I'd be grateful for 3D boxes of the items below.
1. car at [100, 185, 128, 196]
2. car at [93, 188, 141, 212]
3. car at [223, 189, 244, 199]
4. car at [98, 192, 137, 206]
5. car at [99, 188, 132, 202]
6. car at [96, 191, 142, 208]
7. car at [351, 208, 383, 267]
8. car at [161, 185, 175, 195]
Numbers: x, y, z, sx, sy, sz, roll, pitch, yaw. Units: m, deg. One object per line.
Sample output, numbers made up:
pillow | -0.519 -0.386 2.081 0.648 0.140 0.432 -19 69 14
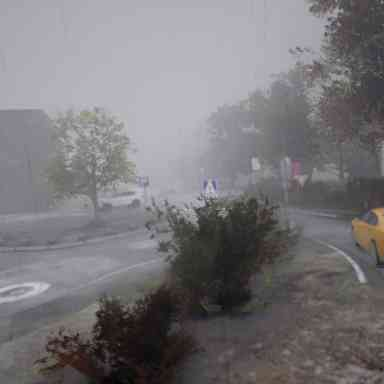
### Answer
car | -18.128 -0.280 77.576 5.566 2.045 2.435 -7 3 -34
car | -8.047 0.890 36.728 5.566 2.045 2.435 -7 4 -34
car | 3.431 0.520 29.373 2.097 1.767 4.553 -5 3 -13
car | -10.202 0.925 45.506 4.674 1.452 2.002 -7 3 -34
car | -12.412 0.508 54.228 4.553 1.767 2.185 -7 3 -34
car | -9.318 0.947 42.694 5.366 1.575 1.946 -7 3 -34
car | 6.295 1.192 10.295 1.882 1.535 5.008 -4 1 16
car | -4.526 -0.423 61.644 2.097 1.767 4.553 -5 3 -14
